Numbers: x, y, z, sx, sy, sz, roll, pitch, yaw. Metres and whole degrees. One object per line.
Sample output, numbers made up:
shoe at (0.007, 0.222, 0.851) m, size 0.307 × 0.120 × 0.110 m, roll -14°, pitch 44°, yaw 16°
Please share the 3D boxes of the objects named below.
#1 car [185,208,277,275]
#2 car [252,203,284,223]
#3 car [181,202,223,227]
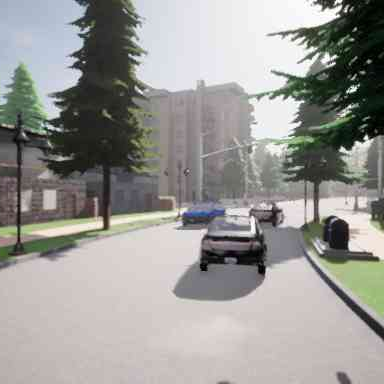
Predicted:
car at (1.390, 1.491, 10.614) m, size 2.128 × 1.511 × 4.902 m, roll 0°, pitch 0°, yaw 10°
car at (5.231, 1.502, 23.274) m, size 2.128 × 1.511 × 4.902 m, roll 0°, pitch 0°, yaw 23°
car at (0.909, 1.467, 22.492) m, size 1.882 × 1.535 × 5.008 m, roll 0°, pitch 0°, yaw 22°
